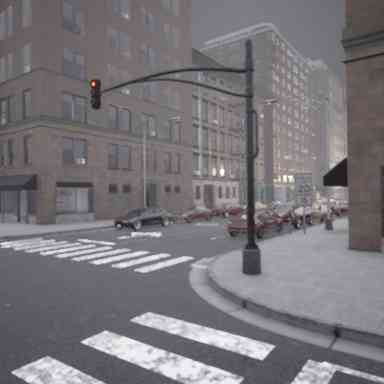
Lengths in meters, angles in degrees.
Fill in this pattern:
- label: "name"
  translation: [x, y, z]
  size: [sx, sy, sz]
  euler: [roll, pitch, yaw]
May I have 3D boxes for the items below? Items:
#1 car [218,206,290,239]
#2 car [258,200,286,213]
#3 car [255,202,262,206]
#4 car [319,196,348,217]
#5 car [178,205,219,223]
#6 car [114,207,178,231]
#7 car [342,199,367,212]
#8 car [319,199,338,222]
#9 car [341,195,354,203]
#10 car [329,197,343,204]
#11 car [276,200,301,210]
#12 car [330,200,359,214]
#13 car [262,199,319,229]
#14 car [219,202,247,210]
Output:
- label: "car"
  translation: [3.341, 1.604, 17.364]
  size: [1.802, 1.307, 4.206]
  euler: [-1, -1, 36]
- label: "car"
  translation: [9.703, 1.700, 39.972]
  size: [1.802, 1.307, 4.206]
  euler: [-1, -1, 36]
- label: "car"
  translation: [6.383, 1.647, 35.352]
  size: [1.752, 1.417, 4.829]
  euler: [-1, -1, 36]
- label: "car"
  translation: [13.000, 1.448, 30.812]
  size: [1.967, 1.590, 4.097]
  euler: [-1, -1, 36]
- label: "car"
  translation: [0.044, 1.713, 26.527]
  size: [1.802, 1.307, 4.206]
  euler: [-1, -1, 36]
- label: "car"
  translation: [-3.176, 1.701, 22.045]
  size: [1.947, 1.339, 4.313]
  euler: [-1, -1, 36]
- label: "car"
  translation: [19.441, 1.568, 39.775]
  size: [1.947, 1.339, 4.313]
  euler: [-1, -1, 36]
- label: "car"
  translation: [9.880, 1.537, 26.467]
  size: [1.752, 1.417, 4.829]
  euler: [-1, -1, 36]
- label: "car"
  translation: [35.460, 1.552, 75.826]
  size: [1.967, 1.590, 4.097]
  euler: [-1, -1, 36]
- label: "car"
  translation: [29.021, 1.695, 66.861]
  size: [1.802, 1.307, 4.206]
  euler: [-1, -1, 36]
- label: "car"
  translation: [12.922, 1.698, 44.453]
  size: [1.802, 1.307, 4.206]
  euler: [-1, -1, 36]
- label: "car"
  translation: [16.221, 1.555, 35.293]
  size: [2.008, 1.369, 4.403]
  euler: [-1, -1, 36]
- label: "car"
  translation: [6.560, 1.457, 21.848]
  size: [1.967, 1.590, 4.097]
  euler: [-1, -1, 36]
- label: "car"
  translation: [3.263, 1.671, 31.009]
  size: [1.887, 1.381, 4.507]
  euler: [-1, -1, 36]
